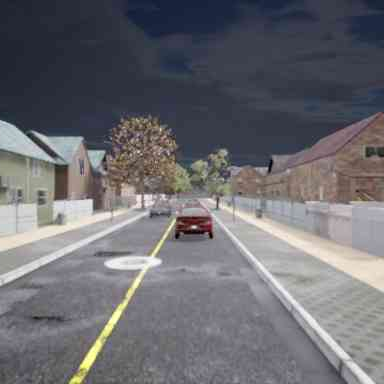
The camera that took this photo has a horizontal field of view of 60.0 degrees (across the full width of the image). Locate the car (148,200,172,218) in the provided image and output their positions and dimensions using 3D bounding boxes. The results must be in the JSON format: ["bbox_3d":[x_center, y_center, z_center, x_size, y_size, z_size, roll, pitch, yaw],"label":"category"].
[{"bbox_3d":[-2.751,1.550,30.104,1.837,1.490,4.892,0,0,0],"label":"car"}]

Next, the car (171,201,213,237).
[{"bbox_3d":[0.100,1.485,17.959,1.882,1.535,5.008,0,0,0],"label":"car"}]
